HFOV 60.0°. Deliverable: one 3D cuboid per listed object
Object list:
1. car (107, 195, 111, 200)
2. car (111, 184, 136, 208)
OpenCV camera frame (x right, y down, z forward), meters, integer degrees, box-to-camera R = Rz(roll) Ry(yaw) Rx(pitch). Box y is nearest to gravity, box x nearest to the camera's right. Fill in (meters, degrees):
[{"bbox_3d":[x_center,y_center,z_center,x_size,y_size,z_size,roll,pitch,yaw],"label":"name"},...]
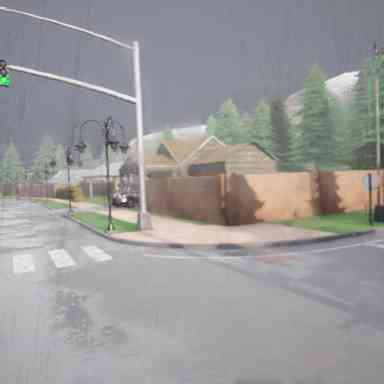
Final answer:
[{"bbox_3d":[-5.564,0.283,29.858,3.866,1.878,1.905,-3,2,-29],"label":"car"},{"bbox_3d":[-4.004,0.290,27.848,4.605,1.855,1.932,-3,2,-29],"label":"car"}]
